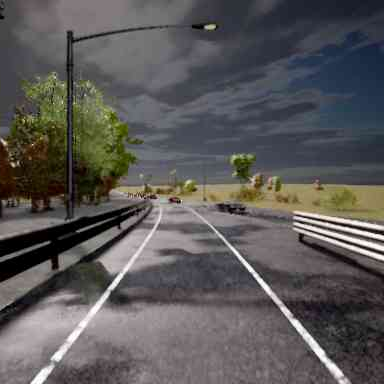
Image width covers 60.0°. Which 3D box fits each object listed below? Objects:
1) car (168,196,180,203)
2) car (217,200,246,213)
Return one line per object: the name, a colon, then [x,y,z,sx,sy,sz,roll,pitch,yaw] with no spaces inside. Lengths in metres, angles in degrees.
car: [-3.679,1.547,68.279,1.994,1.385,4.181,0,0,-14]
car: [4.176,1.543,36.289,1.895,1.301,4.718,0,0,-14]
